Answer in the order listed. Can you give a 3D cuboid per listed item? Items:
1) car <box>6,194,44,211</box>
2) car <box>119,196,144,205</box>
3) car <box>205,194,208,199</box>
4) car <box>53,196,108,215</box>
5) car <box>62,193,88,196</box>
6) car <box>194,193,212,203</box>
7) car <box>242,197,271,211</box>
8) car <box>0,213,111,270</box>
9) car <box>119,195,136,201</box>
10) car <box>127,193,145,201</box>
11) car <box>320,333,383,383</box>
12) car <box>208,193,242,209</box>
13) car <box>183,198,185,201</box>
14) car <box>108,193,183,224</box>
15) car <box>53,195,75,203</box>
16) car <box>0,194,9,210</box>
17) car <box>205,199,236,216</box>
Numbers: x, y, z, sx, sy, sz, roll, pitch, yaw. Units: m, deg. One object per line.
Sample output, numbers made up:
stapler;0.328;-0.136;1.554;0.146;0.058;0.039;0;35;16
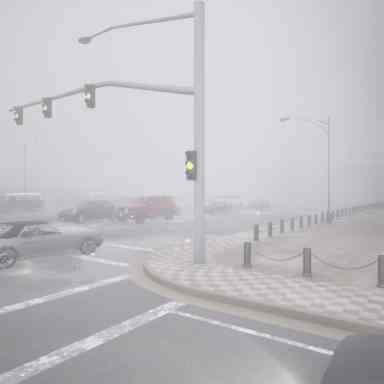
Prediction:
car;-23.741;1.450;47.520;1.970;1.475;3.806;0;0;36
car;-10.161;1.451;56.290;1.970;1.475;3.806;0;0;36
car;4.650;1.208;67.023;1.932;1.855;4.605;0;0;36
car;-8.043;1.407;25.867;2.097;1.767;4.553;0;0;36
car;-23.842;1.208;66.207;1.932;1.855;4.605;0;0;36
car;2.348;1.211;68.778;1.905;1.878;3.866;0;0;36
car;8.649;1.581;42.827;1.812;1.442;4.674;0;0;36
car;-5.366;1.634;11.361;1.895;1.301;4.718;0;0;36
car;-15.830;1.450;82.070;1.970;1.475;3.806;0;0;36
car;-13.501;1.211;80.349;1.905;1.878;3.866;0;0;36
car;3.379;1.547;1.550;5.357;1.411;2.033;0;0;33
car;4.790;1.276;43.487;2.150;2.045;5.566;0;0;36
car;-2.985;1.619;32.821;1.994;1.385;4.181;0;0;36
car;-3.503;1.277;26.161;2.150;2.045;5.566;0;0;36
car;-26.140;1.419;67.971;1.784;1.438;3.905;0;0;36
car;-26.075;1.419;49.232;1.784;1.438;3.905;0;0;36
car;2.243;1.656;34.055;1.895;1.301;4.718;0;0;36
